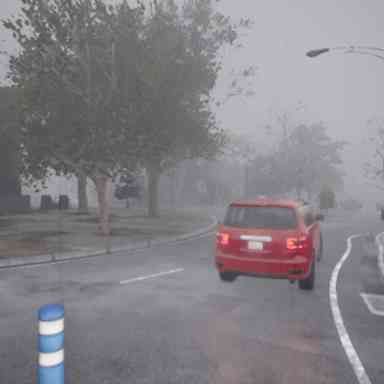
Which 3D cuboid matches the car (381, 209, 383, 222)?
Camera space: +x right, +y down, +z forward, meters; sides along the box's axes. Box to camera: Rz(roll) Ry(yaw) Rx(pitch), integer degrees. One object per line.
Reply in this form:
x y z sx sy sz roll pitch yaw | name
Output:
14.508 1.513 21.375 5.008 1.535 1.882 3 -1 -21 | car

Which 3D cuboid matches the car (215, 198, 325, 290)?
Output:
2.387 1.183 9.349 2.150 2.045 5.566 0 1 24 | car
